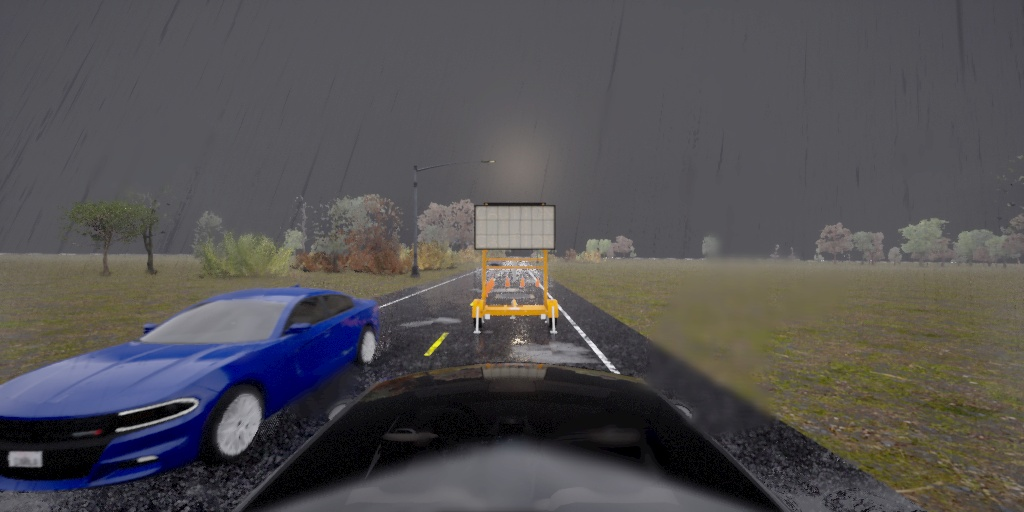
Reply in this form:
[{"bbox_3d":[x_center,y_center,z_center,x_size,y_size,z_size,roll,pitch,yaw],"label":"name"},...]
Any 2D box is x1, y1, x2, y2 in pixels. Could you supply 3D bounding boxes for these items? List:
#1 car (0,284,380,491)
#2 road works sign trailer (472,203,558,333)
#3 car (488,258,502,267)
[{"bbox_3d":[-3.575,1.228,5.146,1.882,1.535,5.008,0,0,0],"label":"car"},{"bbox_3d":[0.084,0.217,10.737,2.380,3.560,2.880,0,0,0],"label":"road works sign trailer"},{"bbox_3d":[-2.769,1.129,59.572,2.097,1.767,4.553,0,0,1],"label":"car"}]
